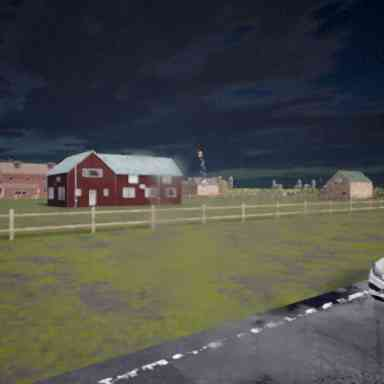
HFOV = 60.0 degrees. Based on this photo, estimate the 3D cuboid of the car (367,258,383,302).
[{"bbox_3d":[5.633,1.510,7.090,4.674,1.442,1.812,0,0,-36],"label":"car"}]
